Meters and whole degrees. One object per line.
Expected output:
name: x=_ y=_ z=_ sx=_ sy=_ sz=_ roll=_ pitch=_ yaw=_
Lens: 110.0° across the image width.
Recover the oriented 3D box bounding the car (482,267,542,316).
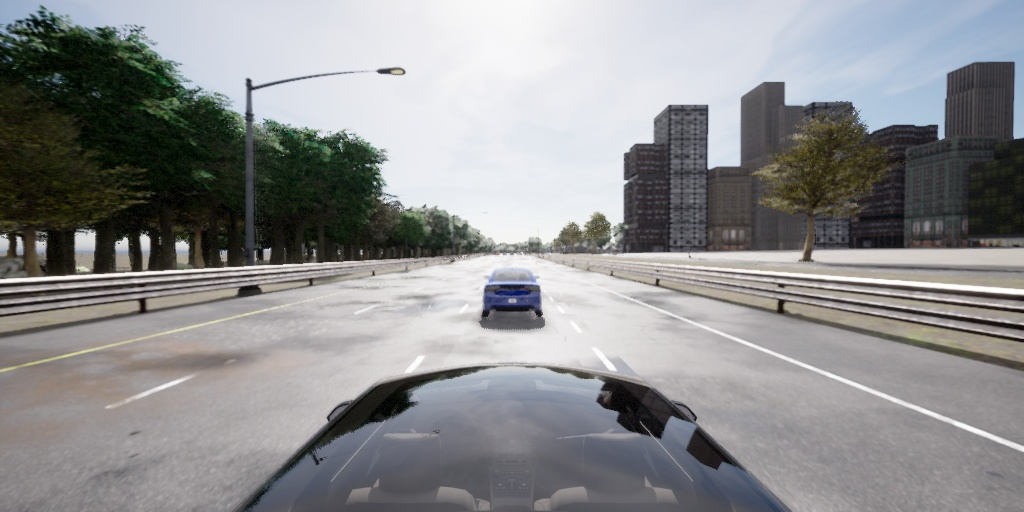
car: x=0.003 y=1.137 z=12.974 sx=1.882 sy=1.535 sz=5.008 roll=0 pitch=1 yaw=0
